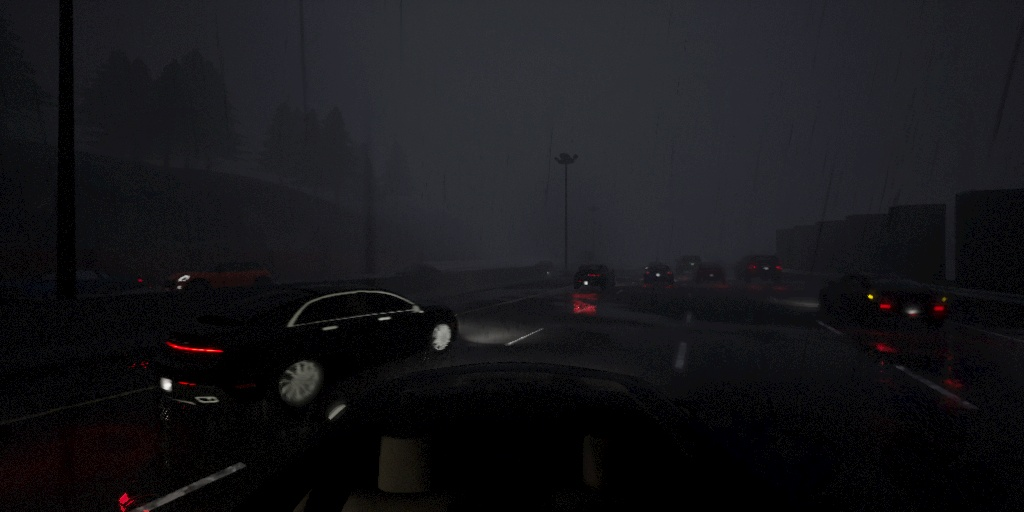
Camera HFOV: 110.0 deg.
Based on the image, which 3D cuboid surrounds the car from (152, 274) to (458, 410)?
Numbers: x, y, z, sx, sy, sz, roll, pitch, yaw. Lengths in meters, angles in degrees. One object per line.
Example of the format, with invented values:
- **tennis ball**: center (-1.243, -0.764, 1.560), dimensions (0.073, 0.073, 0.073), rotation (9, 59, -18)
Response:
- **car**: center (-2.911, 1.254, 6.341), dimensions (1.837, 1.490, 4.892), rotation (0, 0, 28)

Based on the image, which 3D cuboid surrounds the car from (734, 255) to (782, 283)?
- **car**: center (18.967, 0.970, 27.804), dimensions (2.150, 2.045, 5.566), rotation (0, 0, 22)

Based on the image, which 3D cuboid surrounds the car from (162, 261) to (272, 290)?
- **car**: center (-15.915, 1.100, 19.612), dimensions (2.097, 1.767, 4.553), rotation (0, 0, 27)

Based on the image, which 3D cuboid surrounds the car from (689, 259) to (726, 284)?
- **car**: center (15.089, 1.226, 27.643), dimensions (1.882, 1.535, 5.008), rotation (0, 0, 23)

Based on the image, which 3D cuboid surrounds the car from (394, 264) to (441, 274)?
- **car**: center (-7.529, 1.311, 28.681), dimensions (1.994, 1.385, 4.181), rotation (0, 0, 24)

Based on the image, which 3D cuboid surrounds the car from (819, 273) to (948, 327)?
- **car**: center (11.662, 1.275, 11.563), dimensions (1.812, 1.442, 4.674), rotation (0, 0, 27)

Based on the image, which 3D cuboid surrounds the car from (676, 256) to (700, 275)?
- **car**: center (19.457, 0.969, 39.448), dimensions (2.150, 2.045, 5.566), rotation (0, 0, 19)

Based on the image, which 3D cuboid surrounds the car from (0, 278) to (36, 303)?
- **car**: center (-14.340, 1.350, 7.663), dimensions (1.895, 1.301, 4.718), rotation (0, 0, 29)

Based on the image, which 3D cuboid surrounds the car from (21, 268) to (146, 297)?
- **car**: center (-21.242, 1.296, 16.980), dimensions (2.033, 1.411, 5.357), rotation (0, 0, 28)

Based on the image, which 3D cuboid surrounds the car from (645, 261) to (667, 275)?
- **car**: center (15.660, 1.311, 39.163), dimensions (1.994, 1.385, 4.181), rotation (0, 0, 19)

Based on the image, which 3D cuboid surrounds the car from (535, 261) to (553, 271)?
- **car**: center (4.482, 1.350, 50.128), dimensions (1.895, 1.301, 4.718), rotation (0, 0, 17)

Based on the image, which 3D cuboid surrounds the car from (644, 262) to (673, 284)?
- **car**: center (11.072, 1.311, 27.056), dimensions (1.994, 1.385, 4.181), rotation (0, 0, 23)

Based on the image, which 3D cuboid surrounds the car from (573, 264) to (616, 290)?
- **car**: center (5.214, 1.253, 22.385), dimensions (1.837, 1.490, 4.892), rotation (0, 0, 25)
